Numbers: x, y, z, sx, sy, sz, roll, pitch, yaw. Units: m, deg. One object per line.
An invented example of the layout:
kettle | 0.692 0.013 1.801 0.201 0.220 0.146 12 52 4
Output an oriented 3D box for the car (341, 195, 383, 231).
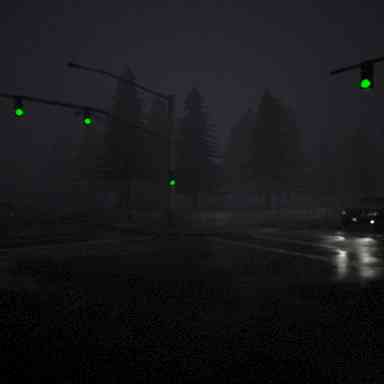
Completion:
car | 11.680 1.247 20.922 5.566 2.045 2.150 0 0 -36

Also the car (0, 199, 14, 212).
car | -22.288 1.533 39.019 1.812 1.442 4.674 0 0 -37
